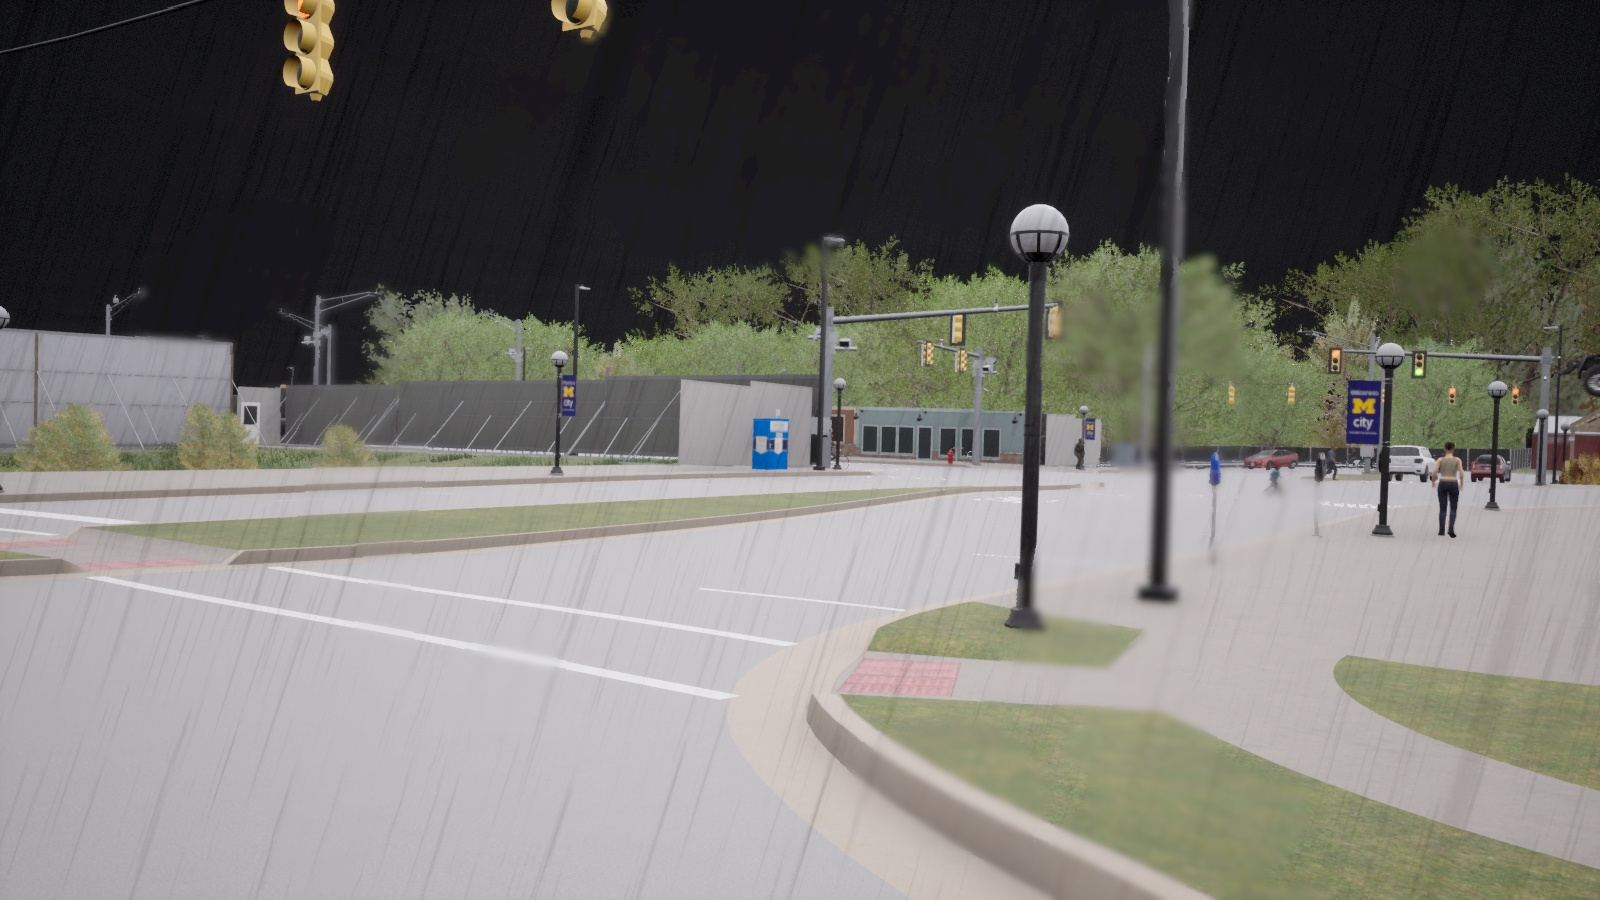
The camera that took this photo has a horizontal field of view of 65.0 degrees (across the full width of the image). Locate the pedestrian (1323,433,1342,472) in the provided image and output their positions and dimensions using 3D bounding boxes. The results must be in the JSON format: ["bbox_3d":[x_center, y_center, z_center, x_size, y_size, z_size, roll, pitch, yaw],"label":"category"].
[{"bbox_3d":[25.897,0.113,61.032,0.694,1.848,0.540,2,2,40],"label":"pedestrian"}]

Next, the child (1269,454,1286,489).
[{"bbox_3d":[16.409,0.741,43.187,0.448,1.192,0.343,2,2,36],"label":"child"}]

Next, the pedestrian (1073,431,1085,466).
[{"bbox_3d":[15.673,-0.094,70.484,0.395,1.930,0.692,0,2,-11],"label":"pedestrian"}]

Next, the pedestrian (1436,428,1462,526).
[{"bbox_3d":[12.468,0.506,24.121,0.345,1.836,0.594,2,2,34],"label":"pedestrian"}]

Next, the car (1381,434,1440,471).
[{"bbox_3d":[35.004,0.159,71.878,2.150,2.045,5.566,0,0,35],"label":"car"}]

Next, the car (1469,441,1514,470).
[{"bbox_3d":[40.738,0.294,73.917,1.851,1.617,3.988,0,1,36],"label":"car"}]

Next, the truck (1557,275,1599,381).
[{"bbox_3d":[30.165,-4.364,42.209,7.936,3.462,2.891,-3,2,32],"label":"truck"}]
